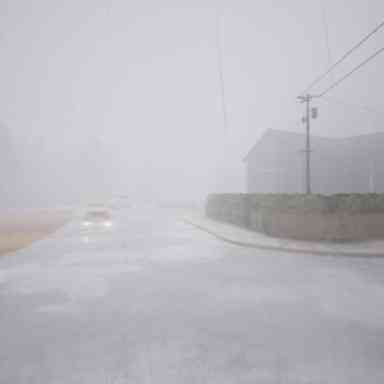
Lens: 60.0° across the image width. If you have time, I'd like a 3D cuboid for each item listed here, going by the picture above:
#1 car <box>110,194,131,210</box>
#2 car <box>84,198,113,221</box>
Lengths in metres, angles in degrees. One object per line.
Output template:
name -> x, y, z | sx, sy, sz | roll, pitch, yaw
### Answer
car -> -9.894, 1.292, 45.483 | 2.150, 2.045, 5.566 | 0, 0, -23
car -> -8.109, 1.519, 28.446 | 1.882, 1.535, 5.008 | 0, 0, -17
